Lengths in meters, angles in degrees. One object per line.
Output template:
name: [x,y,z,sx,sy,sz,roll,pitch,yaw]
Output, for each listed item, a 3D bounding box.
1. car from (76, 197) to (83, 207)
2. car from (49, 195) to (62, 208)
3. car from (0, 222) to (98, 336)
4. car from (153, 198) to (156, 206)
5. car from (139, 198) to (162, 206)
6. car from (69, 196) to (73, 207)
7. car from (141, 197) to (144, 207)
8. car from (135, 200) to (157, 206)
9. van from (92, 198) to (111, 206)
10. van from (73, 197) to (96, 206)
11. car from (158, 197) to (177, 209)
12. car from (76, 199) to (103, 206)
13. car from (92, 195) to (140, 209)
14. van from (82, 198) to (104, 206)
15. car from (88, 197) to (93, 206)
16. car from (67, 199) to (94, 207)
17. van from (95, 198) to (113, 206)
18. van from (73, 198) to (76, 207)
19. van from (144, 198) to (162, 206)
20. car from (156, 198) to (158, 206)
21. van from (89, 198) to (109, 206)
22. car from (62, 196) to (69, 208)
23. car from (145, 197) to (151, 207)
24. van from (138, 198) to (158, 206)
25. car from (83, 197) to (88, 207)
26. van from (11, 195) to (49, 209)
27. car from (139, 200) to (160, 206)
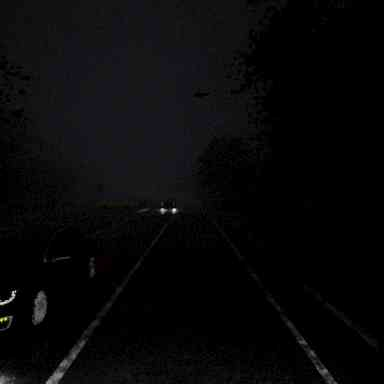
car: [-23.387,1.920,61.693,4.553,1.767,2.185,0,-2,0]
car: [-23.450,1.466,50.625,5.566,2.045,2.435,0,-1,0]
car: [-3.351,1.457,6.823,1.837,1.490,4.892,0,0,0]
car: [-10.342,2.207,67.037,5.008,1.535,2.097,0,-2,0]
car: [-10.359,2.477,83.677,5.566,2.045,2.435,0,-3,0]
car: [-23.414,1.878,56.151,4.892,1.521,2.231,0,-2,0]
car: [-10.349,1.711,50.391,5.008,1.535,2.097,0,-2,0]
car: [-10.336,2.500,75.360,4.674,1.452,2.002,0,-2,0]
van: [-23.526,2.639,86.598,4.442,1.987,1.878,0,-3,0]
van: [-23.531,2.157,72.773,4.442,1.987,1.878,0,-2,0]
car: [-3.340,1.555,48.632,2.097,1.767,4.553,0,-1,0]
car: [-23.229,2.464,75.536,5.366,1.575,1.946,0,-2,0]
car: [-10.159,1.579,44.852,5.366,1.575,1.946,0,-1,0]
van: [-23.296,2.325,78.309,4.442,1.987,1.878,0,-2,0]
car: [-23.411,2.214,67.228,5.008,1.535,2.097,0,-2,0]
car: [-23.409,2.299,69.997,4.892,1.521,2.231,0,-2,0]
van: [-23.525,2.762,89.240,4.442,1.987,1.878,0,-3,0]
van: [-23.536,1.736,58.928,4.442,1.987,1.878,0,-2,0]
van: [-10.213,2.631,86.449,4.442,1.987,1.878,0,-3,0]
car: [-10.305,2.405,72.584,4.792,1.488,2.163,0,-2,0]
van: [-23.294,2.504,83.698,4.442,1.987,1.878,0,-2,0]
car: [-23.236,1.792,53.385,5.366,1.575,1.946,0,-2,0]
car: [-10.312,1.618,55.945,5.566,2.045,2.435,0,-2,0]
van: [-10.216,2.319,78.143,4.442,1.987,1.878,0,-2,0]
car: [-23.412,2.126,64.333,5.008,1.535,2.097,0,-2,0]
van: [-23.540,1.420,47.733,4.442,1.987,1.878,0,-1,0]
car: [-10.361,2.659,80.916,4.792,1.488,2.163,0,-2,0]
